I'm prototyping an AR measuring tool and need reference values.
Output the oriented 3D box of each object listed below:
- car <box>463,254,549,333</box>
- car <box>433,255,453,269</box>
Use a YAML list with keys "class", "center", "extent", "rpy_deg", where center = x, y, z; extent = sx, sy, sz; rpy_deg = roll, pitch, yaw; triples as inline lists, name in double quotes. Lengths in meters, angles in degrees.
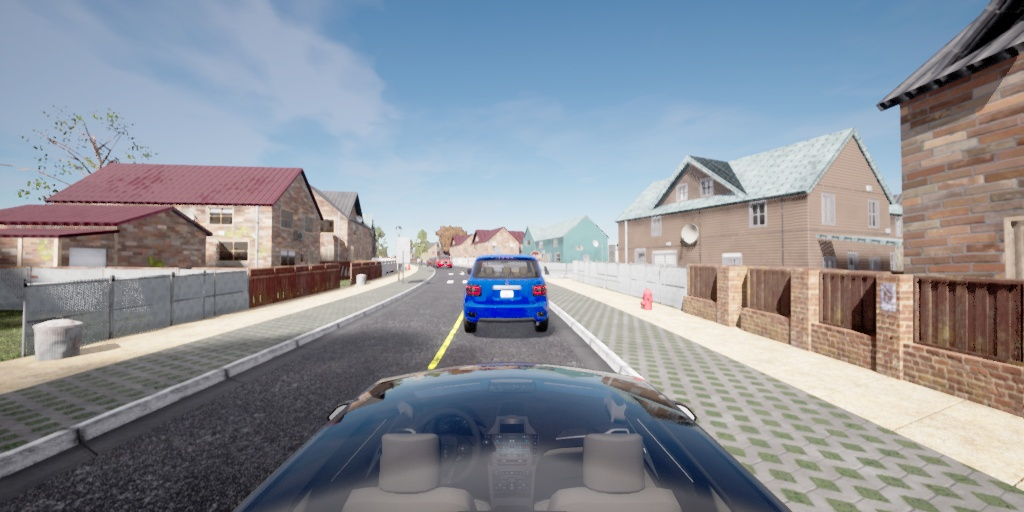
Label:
- class: "car"
  center: [-0.217, 0.968, 10.927]
  extent: [2.150, 2.045, 5.566]
  rpy_deg: [0, 0, -2]
- class: "car"
  center: [-10.409, 0.941, 54.896]
  extent: [2.150, 2.045, 5.566]
  rpy_deg: [0, 0, -15]
